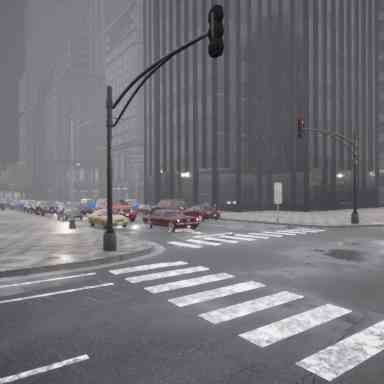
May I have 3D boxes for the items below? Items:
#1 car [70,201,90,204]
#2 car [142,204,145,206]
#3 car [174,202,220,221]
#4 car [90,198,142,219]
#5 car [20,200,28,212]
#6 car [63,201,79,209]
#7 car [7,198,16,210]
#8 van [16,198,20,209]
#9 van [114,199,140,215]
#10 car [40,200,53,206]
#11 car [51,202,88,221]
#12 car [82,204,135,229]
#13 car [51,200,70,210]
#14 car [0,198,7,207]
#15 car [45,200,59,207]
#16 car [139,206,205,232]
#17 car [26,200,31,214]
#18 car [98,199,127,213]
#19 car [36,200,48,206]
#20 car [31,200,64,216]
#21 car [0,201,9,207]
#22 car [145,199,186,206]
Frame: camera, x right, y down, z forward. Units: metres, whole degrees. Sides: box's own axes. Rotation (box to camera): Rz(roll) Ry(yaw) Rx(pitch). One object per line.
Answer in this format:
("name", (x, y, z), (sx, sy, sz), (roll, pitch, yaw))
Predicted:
("car", (-12.947, 2.063, 38.503), (2.033, 1.411, 5.357), (0, -1, -35))
("car", (-5.246, 2.004, 37.779), (1.802, 1.307, 4.206), (-1, 0, -35))
("car", (0.633, 1.828, 29.475), (1.887, 1.381, 4.507), (-1, 0, -35))
("car", (-7.024, 1.598, 30.150), (2.150, 2.045, 5.566), (0, -1, -35))
("car", (-23.297, 2.156, 48.453), (1.967, 1.590, 4.097), (-1, 0, -35))
("car", (-22.627, 2.406, 62.244), (1.802, 1.307, 4.206), (-1, 0, -35))
("car", (-31.884, 2.353, 60.552), (1.967, 1.590, 4.097), (-1, 0, -35))
("van", (-26.127, 2.122, 52.438), (1.690, 1.788, 3.998), (-1, 0, -35))
("van", (-8.191, 1.832, 41.931), (1.690, 1.788, 3.998), (-1, 0, -35))
("car", (-34.672, 2.660, 79.213), (1.947, 1.339, 4.313), (-1, 0, -35))
("car", (-11.983, 2.004, 32.517), (2.008, 1.369, 4.403), (-1, 0, -35))
("car", (-6.229, 1.843, 24.410), (1.752, 1.417, 4.829), (-1, 0, -35))
("car", (-22.989, 2.270, 57.995), (1.882, 1.535, 5.008), (0, -1, -35))
("car", (-41.219, 2.666, 73.708), (1.887, 1.381, 4.507), (-1, 0, -35))
("car", (-31.660, 2.594, 74.970), (1.947, 1.339, 4.313), (-1, 0, -35))
("car", (-1.472, 1.846, 22.326), (1.895, 1.301, 4.718), (0, -1, -35))
("car", (-20.467, 2.196, 44.469), (1.887, 1.381, 4.507), (-1, 0, -35))
("car", (-11.131, 1.874, 46.082), (2.192, 1.841, 5.009), (-1, 0, -35))
("car", (-37.683, 2.709, 83.455), (2.008, 1.369, 4.403), (-1, 0, -35))
("car", (-17.644, 1.900, 40.485), (2.192, 1.841, 5.009), (-1, 0, -35))
("car", (-44.331, 2.770, 78.093), (1.802, 1.307, 4.206), (-1, 0, -35))
("car", (-2.312, 1.668, 33.627), (2.192, 1.841, 5.009), (-1, 0, -35))
